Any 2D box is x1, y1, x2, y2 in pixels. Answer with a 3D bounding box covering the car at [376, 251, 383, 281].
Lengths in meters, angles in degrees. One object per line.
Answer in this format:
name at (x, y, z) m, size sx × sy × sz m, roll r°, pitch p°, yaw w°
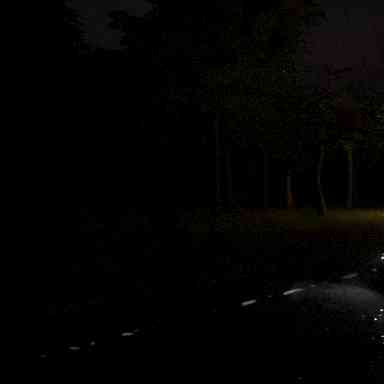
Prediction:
car at (6.769, 1.599, 8.814) m, size 4.674 × 1.442 × 1.812 m, roll 0°, pitch 0°, yaw -36°
